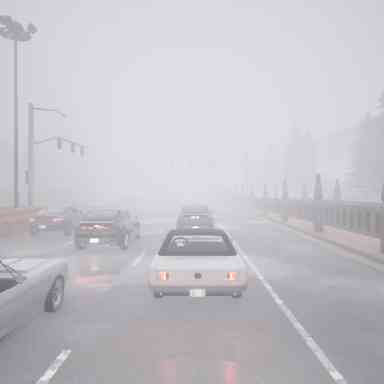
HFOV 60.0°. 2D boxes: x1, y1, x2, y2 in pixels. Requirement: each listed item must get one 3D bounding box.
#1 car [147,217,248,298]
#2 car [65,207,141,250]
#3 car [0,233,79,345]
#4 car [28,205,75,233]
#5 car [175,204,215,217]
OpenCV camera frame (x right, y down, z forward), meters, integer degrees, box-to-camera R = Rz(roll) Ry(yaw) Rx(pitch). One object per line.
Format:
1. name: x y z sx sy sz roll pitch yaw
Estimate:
1. car: 0.123 1.550 8.326 1.895 1.301 4.718 0 0 0
2. car: -3.349 1.413 13.861 1.837 1.490 4.892 0 0 0
3. car: -3.389 1.577 4.634 1.895 1.301 4.718 0 0 0
4. car: -6.858 1.408 17.487 1.812 1.442 4.674 0 0 -1
5. car: 0.171 1.386 17.586 1.837 1.490 4.892 0 0 0
